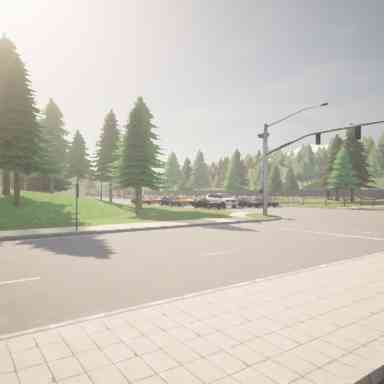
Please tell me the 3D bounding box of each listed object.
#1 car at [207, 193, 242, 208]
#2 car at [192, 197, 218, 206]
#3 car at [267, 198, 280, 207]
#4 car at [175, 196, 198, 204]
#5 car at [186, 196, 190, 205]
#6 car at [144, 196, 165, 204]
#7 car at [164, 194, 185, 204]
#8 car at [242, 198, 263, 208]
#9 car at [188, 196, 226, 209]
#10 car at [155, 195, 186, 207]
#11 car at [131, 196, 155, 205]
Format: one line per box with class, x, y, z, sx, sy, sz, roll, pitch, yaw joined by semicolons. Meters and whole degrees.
car;4.118;1.220;47.285;2.150;2.045;5.566;0;0;-34
car;2.167;1.600;56.149;1.895;1.301;4.718;0;0;-35
car;10.604;1.546;50.230;2.033;1.411;5.357;0;0;-35
car;-1.143;1.546;67.047;2.033;1.411;5.357;0;0;-34
car;-1.492;1.476;55.262;1.882;1.535;5.008;0;0;-35
car;-7.156;1.476;63.376;1.882;1.535;5.008;0;0;-35
car;-3.404;1.351;64.131;2.097;1.767;4.553;0;0;-35
car;7.677;1.546;48.301;2.033;1.411;5.357;0;0;-35
car;1.931;1.600;44.296;1.895;1.301;4.718;0;0;-35
car;-3.424;1.504;51.919;1.837;1.490;4.892;0;0;-35
car;-9.290;1.546;60.302;2.033;1.411;5.357;0;0;-36
